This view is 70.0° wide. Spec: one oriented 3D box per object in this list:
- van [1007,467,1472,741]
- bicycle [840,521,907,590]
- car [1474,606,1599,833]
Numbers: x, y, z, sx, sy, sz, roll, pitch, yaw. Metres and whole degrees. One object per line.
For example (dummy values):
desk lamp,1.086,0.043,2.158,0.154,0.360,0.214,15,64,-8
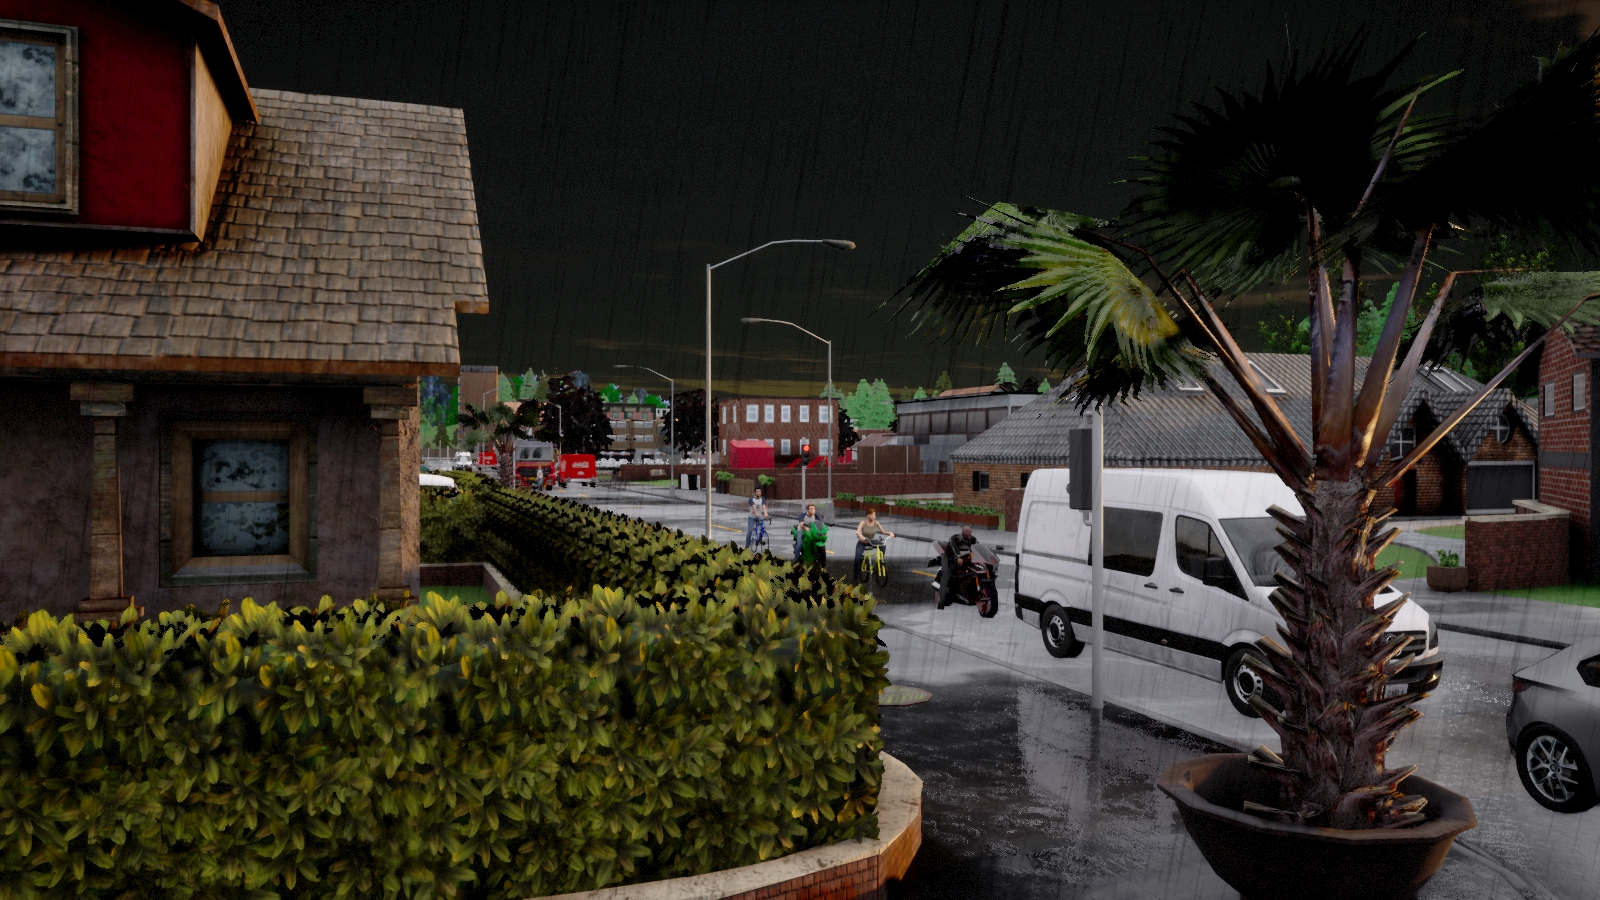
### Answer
van,4.966,1.538,14.186,1.988,2.561,5.915,0,0,-20
bicycle,1.505,2.162,23.648,0.859,1.276,1.487,0,0,-19
car,6.934,2.069,7.650,1.816,1.474,4.193,0,0,-12
